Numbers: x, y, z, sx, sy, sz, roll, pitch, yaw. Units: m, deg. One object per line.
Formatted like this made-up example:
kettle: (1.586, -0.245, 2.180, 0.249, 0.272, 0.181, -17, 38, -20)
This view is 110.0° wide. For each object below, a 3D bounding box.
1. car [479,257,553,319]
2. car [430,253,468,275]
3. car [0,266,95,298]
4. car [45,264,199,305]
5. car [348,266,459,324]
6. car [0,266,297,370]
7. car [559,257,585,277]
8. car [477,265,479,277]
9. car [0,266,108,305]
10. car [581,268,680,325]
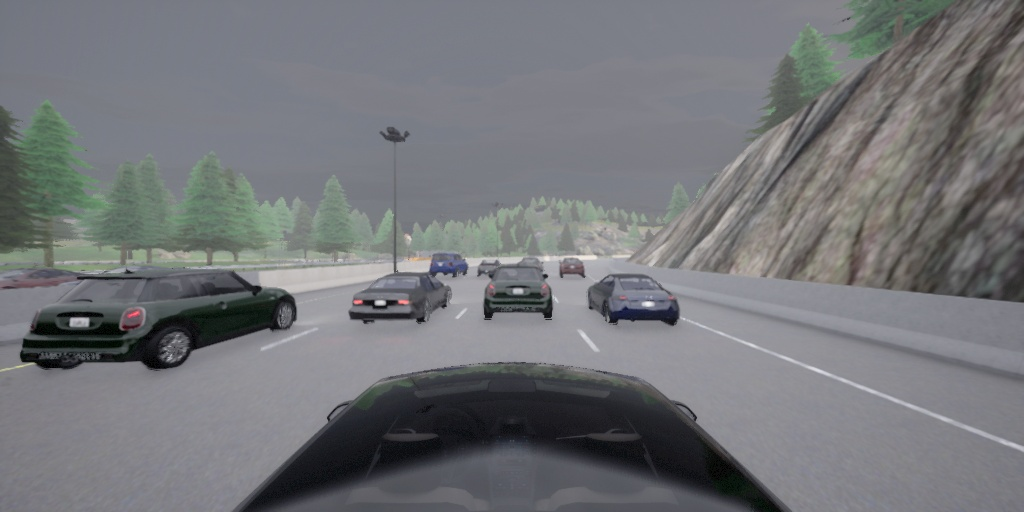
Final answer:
car: (0.230, 1.031, 12.559, 2.097, 1.767, 4.553, 0, 0, 1)
car: (-5.404, 0.777, 31.293, 2.150, 2.045, 5.566, 0, 0, 7)
car: (-24.274, 1.243, 17.649, 1.895, 1.301, 4.718, 0, 0, 3)
car: (-17.320, 1.177, 16.383, 1.812, 1.442, 4.674, 0, 0, 3)
car: (-3.315, 1.232, 11.695, 2.033, 1.411, 5.357, 0, 0, 1)
car: (-6.868, 1.061, 7.834, 2.097, 1.767, 4.553, 0, 0, 0)
car: (5.250, 0.907, 31.735, 2.097, 1.767, 4.553, 0, 0, 7)
car: (-1.788, 1.044, 31.914, 2.128, 1.511, 4.902, 0, 0, 7)
car: (-20.852, 1.221, 15.477, 1.994, 1.385, 4.181, 0, 0, 2)
car: (3.701, 1.250, 11.620, 1.994, 1.385, 4.181, 0, 0, 1)
